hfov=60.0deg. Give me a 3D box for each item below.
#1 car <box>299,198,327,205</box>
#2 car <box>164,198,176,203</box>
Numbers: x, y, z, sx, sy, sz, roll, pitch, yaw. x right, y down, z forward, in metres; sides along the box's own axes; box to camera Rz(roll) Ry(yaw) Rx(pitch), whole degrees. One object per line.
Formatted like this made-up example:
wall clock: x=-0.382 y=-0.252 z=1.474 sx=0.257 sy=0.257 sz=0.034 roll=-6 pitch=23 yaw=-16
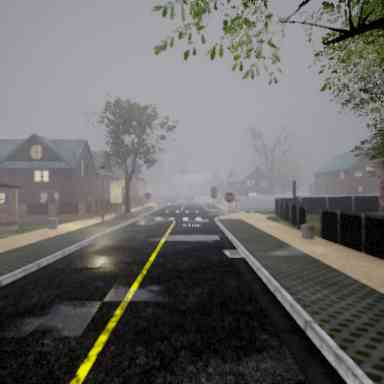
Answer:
car: x=11.660 y=1.308 z=33.970 sx=4.902 sy=1.511 sz=2.128 roll=-1 pitch=0 yaw=-2
car: x=-5.114 y=1.946 z=78.297 sx=1.895 sy=1.301 sz=4.718 roll=0 pitch=-1 yaw=-18
